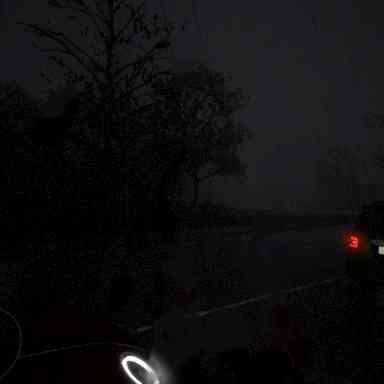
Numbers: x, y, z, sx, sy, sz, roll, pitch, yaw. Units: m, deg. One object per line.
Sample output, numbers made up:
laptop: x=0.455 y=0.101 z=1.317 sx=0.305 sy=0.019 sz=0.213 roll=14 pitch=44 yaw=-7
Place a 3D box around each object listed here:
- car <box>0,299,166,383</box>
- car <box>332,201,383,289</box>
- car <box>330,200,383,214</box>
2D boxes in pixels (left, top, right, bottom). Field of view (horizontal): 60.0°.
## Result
car: x=-2.354 y=1.352 z=2.029 sx=4.553 sy=1.767 sz=2.097 roll=0 pitch=0 yaw=-36
car: x=5.919 y=1.221 z=7.882 sx=5.566 sy=2.045 sz=2.150 roll=0 pitch=0 yaw=-35
car: x=17.743 y=1.601 z=36.073 sx=1.895 sy=1.301 sz=4.718 roll=0 pitch=0 yaw=-39
